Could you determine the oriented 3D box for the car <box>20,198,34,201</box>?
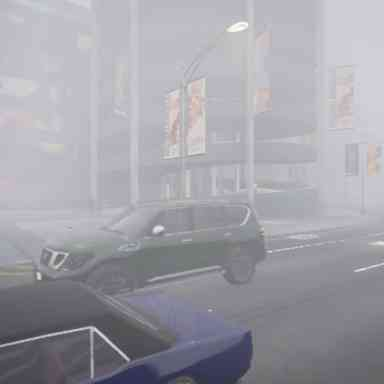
[{"bbox_3d":[-25.669,1.463,52.374,1.895,1.301,4.718,0,0,-36],"label":"car"}]

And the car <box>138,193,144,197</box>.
[{"bbox_3d":[-11.199,1.029,63.929,2.435,2.045,5.566,0,0,-36],"label":"car"}]

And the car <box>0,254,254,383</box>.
[{"bbox_3d":[-1.767,1.601,2.760,4.718,1.301,1.895,0,0,-36],"label":"car"}]

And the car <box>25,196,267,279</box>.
[{"bbox_3d":[-0.639,1.220,7.882,5.566,2.045,2.150,0,0,-36],"label":"car"}]
